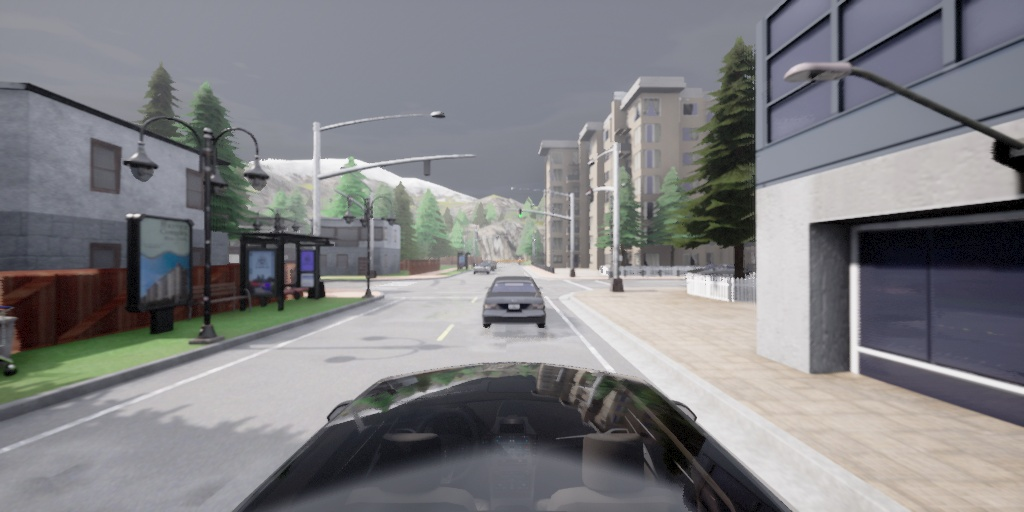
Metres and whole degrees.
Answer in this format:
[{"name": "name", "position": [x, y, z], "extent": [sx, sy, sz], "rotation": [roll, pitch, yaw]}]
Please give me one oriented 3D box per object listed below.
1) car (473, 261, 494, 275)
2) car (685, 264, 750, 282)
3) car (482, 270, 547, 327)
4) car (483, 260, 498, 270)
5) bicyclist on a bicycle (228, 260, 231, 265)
[{"name": "car", "position": [-3.656, 1.575, 43.914], "extent": [1.895, 1.301, 4.718], "rotation": [0, 0, 0]}, {"name": "car", "position": [16.651, 1.402, 29.170], "extent": [4.902, 1.511, 2.128], "rotation": [0, 0, -2]}, {"name": "car", "position": [0.066, 1.351, 11.677], "extent": [2.033, 1.411, 5.357], "rotation": [0, 0, 0]}, {"name": "car", "position": [-3.661, 1.379, 53.768], "extent": [2.097, 1.767, 4.553], "rotation": [0, 0, 0]}, {"name": "bicyclist on a bicycle", "position": [-23.766, 1.186, 30.146], "extent": [0.582, 1.620, 1.656], "rotation": [0, 0, -11]}]
